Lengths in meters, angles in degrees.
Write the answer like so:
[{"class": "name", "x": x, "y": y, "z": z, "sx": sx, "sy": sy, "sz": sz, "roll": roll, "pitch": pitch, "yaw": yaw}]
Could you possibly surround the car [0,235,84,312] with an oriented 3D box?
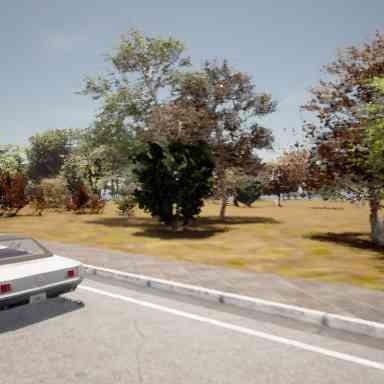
[{"class": "car", "x": -4.550, "y": 1.601, "z": 7.225, "sx": 4.718, "sy": 1.301, "sz": 1.895, "roll": 0, "pitch": 0, "yaw": 35}]
